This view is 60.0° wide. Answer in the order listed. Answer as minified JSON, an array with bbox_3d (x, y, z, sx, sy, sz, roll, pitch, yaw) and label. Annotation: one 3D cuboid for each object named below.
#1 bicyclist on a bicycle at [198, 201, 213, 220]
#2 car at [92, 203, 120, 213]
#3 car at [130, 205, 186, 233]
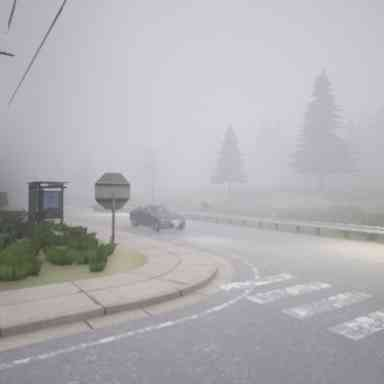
[{"bbox_3d":[1.146,1.554,28.244,1.656,1.620,0.582,-6,4,-34],"label":"bicyclist on a bicycle"},{"bbox_3d":[-10.010,1.722,38.584,1.895,1.301,4.718,1,0,-34],"label":"car"},{"bbox_3d":[-2.231,1.579,20.720,2.128,1.511,4.902,1,0,-34],"label":"car"}]
